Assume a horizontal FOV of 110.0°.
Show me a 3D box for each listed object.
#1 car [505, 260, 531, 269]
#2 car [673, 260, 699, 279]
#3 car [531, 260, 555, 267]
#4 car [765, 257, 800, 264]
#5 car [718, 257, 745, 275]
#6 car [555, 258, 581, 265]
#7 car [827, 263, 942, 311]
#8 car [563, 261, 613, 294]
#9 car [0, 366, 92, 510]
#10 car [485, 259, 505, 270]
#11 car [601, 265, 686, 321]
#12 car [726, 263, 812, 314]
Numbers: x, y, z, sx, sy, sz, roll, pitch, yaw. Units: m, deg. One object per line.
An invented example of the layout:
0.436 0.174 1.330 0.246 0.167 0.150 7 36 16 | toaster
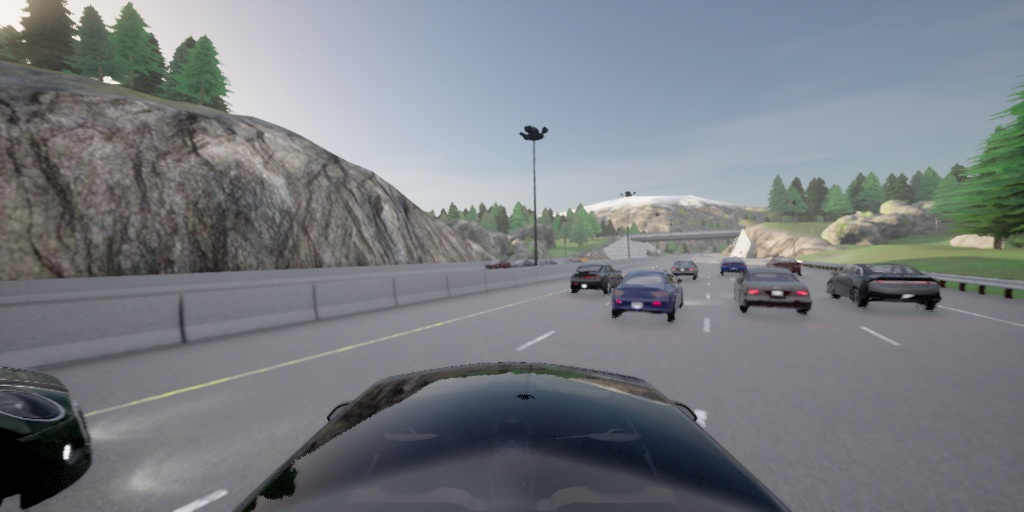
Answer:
1.392 1.225 49.935 1.812 1.442 4.674 -1 0 29 | car
13.652 1.035 28.403 2.033 1.411 5.357 -1 0 29 | car
4.753 1.203 48.766 1.994 1.385 4.181 -1 0 29 | car
22.333 0.807 29.664 1.882 1.535 5.008 -1 0 29 | car
19.523 0.857 31.815 1.882 1.535 5.008 -1 0 29 | car
7.899 1.075 47.224 2.128 1.511 4.902 -1 0 29 | car
13.150 0.997 12.999 2.128 1.511 4.902 -1 0 29 | car
4.614 1.161 19.256 1.837 1.490 4.892 -1 0 29 | car
-5.447 1.200 1.624 2.097 1.767 4.553 -1 0 32 | car
-1.967 1.237 51.104 1.882 1.535 5.008 -1 0 29 | car
4.611 1.186 12.052 1.812 1.442 4.674 -1 0 29 | car
9.078 1.127 12.842 2.033 1.411 5.357 -1 0 29 | car
